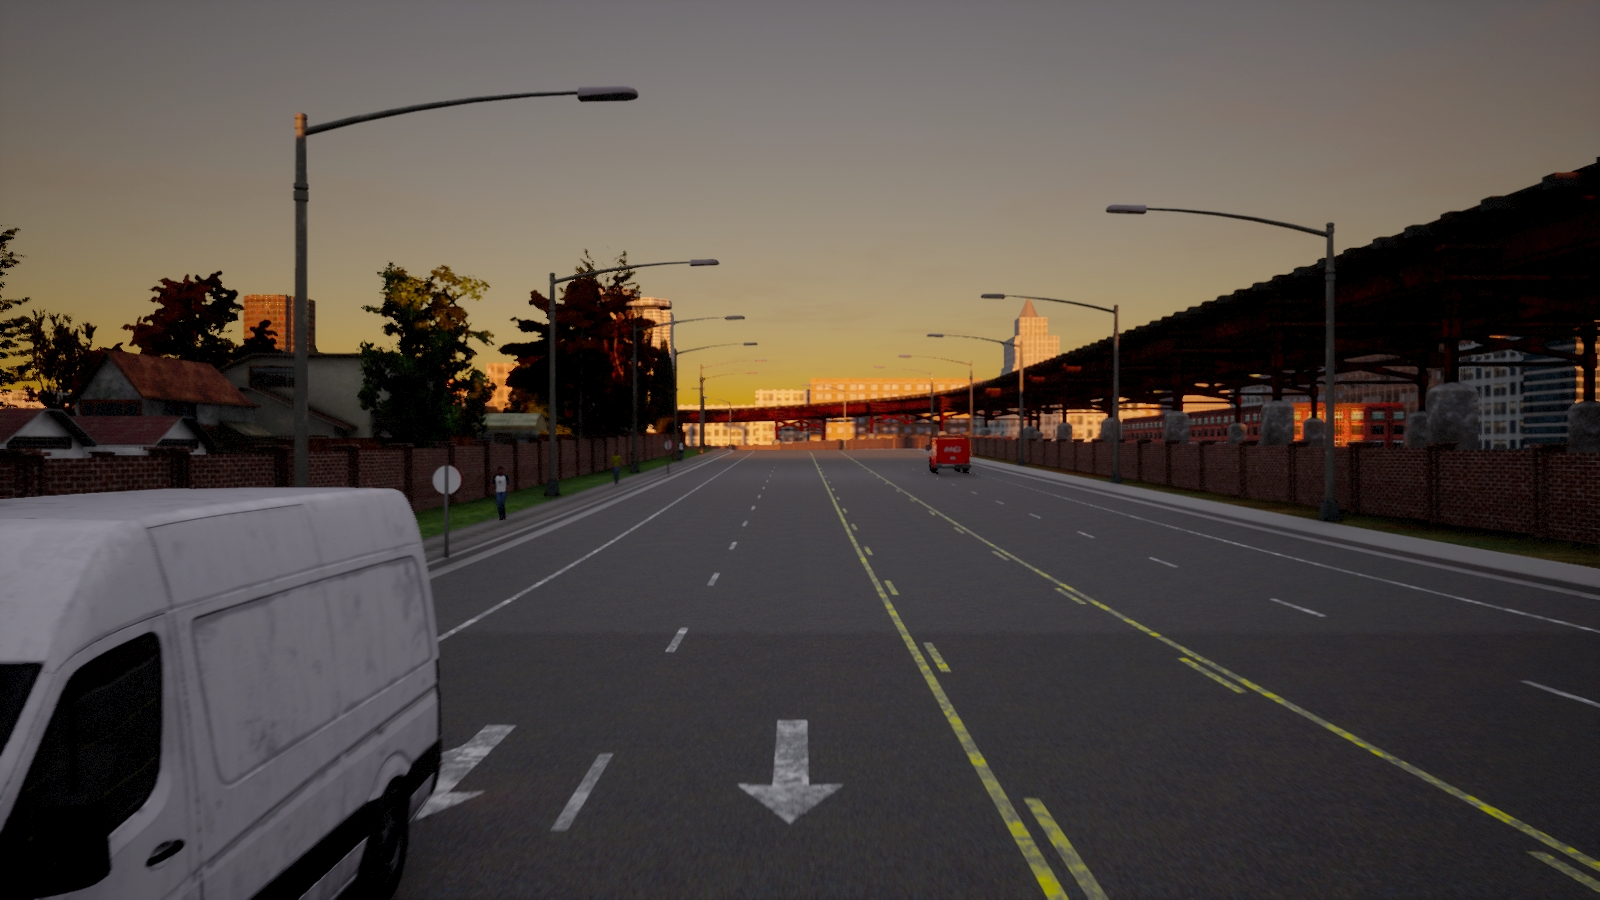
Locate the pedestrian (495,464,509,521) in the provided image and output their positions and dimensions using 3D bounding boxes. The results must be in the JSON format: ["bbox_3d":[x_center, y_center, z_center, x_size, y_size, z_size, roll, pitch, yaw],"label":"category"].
[{"bbox_3d":[-9.891,1.407,37.918,0.375,1.860,0.375,0,0,-3],"label":"pedestrian"}]

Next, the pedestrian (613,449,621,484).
[{"bbox_3d":[-9.784,0.897,60.959,0.375,1.860,0.375,0,0,-1],"label":"pedestrian"}]

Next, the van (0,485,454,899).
[{"bbox_3d":[-3.508,1.534,5.357,1.988,2.561,5.915,0,0,0],"label":"van"}]
